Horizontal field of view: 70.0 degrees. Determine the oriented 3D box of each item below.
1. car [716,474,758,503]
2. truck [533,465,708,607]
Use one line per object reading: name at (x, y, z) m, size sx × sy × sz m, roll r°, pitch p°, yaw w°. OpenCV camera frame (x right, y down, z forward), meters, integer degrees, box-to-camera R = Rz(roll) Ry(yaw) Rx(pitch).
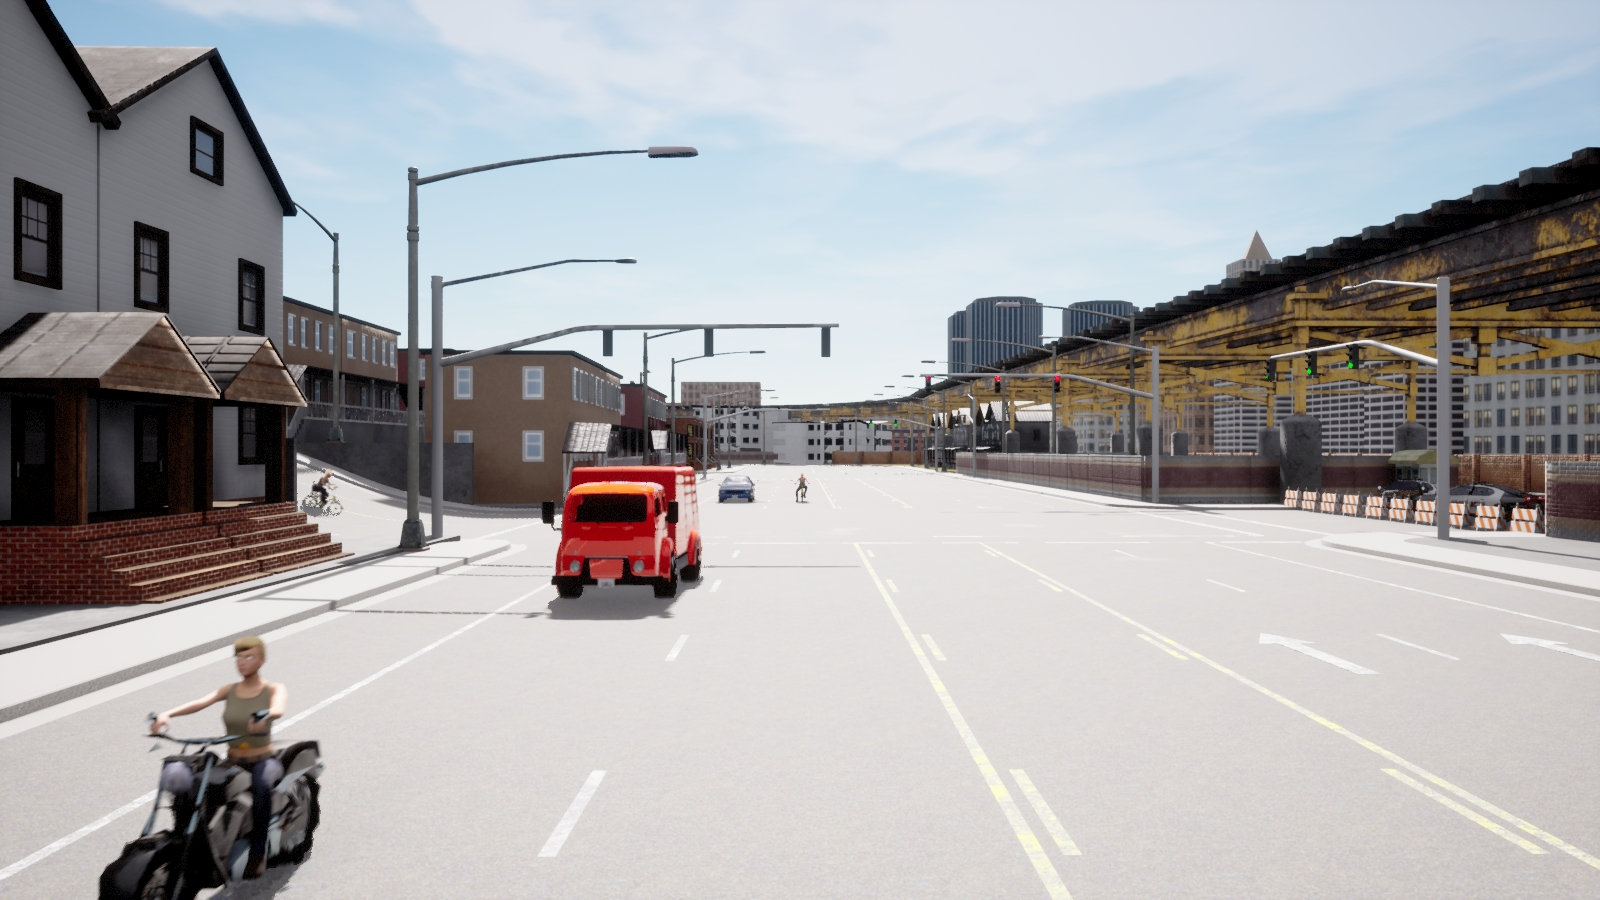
car at (-3.449, 2.106, 63.014) m, size 2.033 × 1.411 × 5.357 m, roll 0°, pitch 0°, yaw 0°
truck at (-3.425, 1.568, 23.055) m, size 2.627 × 2.467 × 5.204 m, roll 0°, pitch 0°, yaw 1°
